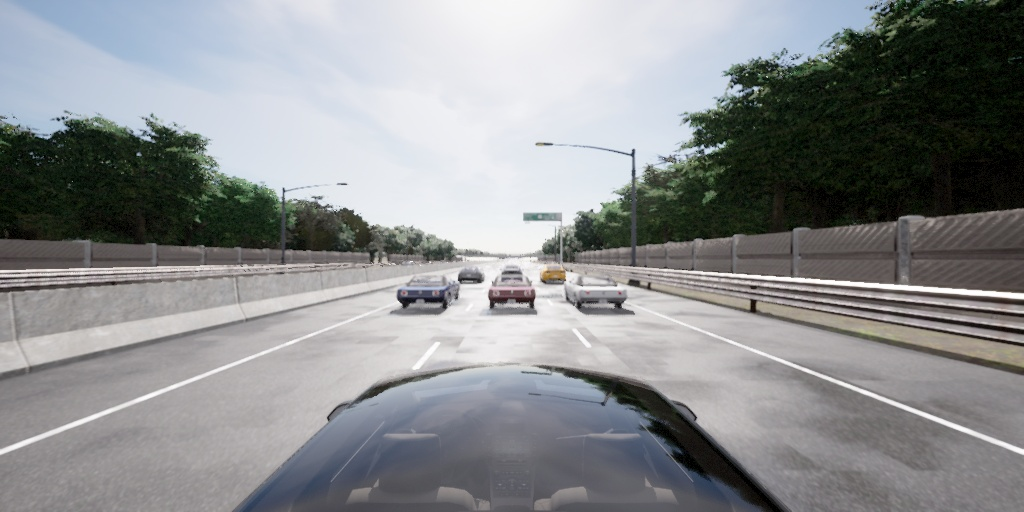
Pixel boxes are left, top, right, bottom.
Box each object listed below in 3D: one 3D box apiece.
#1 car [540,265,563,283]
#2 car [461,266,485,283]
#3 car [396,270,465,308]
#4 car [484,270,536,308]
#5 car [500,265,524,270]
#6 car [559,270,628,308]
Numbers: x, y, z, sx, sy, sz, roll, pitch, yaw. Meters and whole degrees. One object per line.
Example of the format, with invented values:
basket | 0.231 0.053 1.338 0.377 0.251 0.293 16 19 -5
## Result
car | 3.498 1.487 31.313 1.882 1.535 5.008 0 0 0
car | -3.502 1.573 31.162 1.994 1.385 4.181 0 0 0
car | -3.501 1.478 15.945 1.895 1.301 4.718 0 0 0
car | -0.002 1.479 15.948 1.895 1.301 4.718 0 0 0
car | -0.003 1.516 31.142 1.837 1.490 4.892 0 0 0
car | 3.498 1.479 15.947 1.895 1.301 4.718 0 0 0
